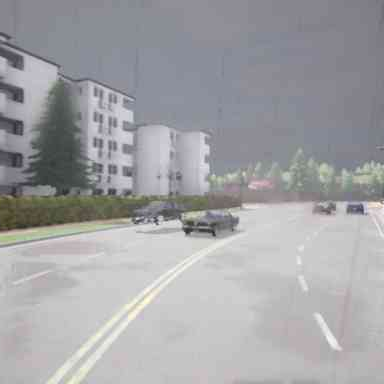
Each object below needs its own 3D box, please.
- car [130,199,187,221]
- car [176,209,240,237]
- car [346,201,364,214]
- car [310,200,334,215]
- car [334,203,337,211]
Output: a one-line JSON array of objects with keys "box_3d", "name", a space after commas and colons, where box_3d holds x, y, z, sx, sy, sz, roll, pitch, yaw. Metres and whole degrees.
[{"box_3d": [-1.953, 1.223, 20.822, 1.837, 1.490, 4.892, 0, 0, 26], "name": "car"}, {"box_3d": [1.170, 1.733, 19.245, 1.895, 1.301, 4.718, 0, 0, 26], "name": "car"}, {"box_3d": [19.970, 1.885, 40.765, 1.882, 1.535, 5.008, 0, 0, 27], "name": "car"}, {"box_3d": [15.357, 1.887, 39.417, 1.812, 1.442, 4.674, 0, 0, 27], "name": "car"}, {"box_3d": [19.505, 1.949, 47.569, 1.837, 1.490, 4.892, 0, 0, 27], "name": "car"}]
